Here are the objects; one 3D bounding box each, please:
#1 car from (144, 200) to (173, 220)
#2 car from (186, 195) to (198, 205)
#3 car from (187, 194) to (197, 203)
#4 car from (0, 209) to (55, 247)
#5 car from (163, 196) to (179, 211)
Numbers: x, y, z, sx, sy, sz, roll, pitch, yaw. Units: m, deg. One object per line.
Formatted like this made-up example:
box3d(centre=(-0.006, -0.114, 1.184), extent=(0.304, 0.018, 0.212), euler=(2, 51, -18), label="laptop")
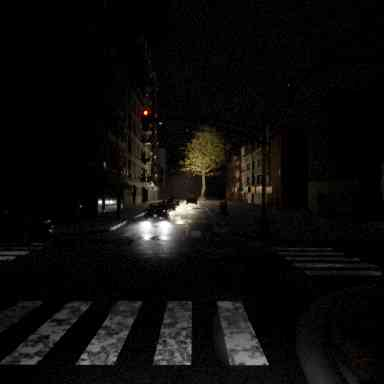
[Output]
box3d(centre=(-2.921, 1.586, 28.519), extent=(1.895, 1.301, 4.718), euler=(0, 0, 0), label="car")
box3d(centre=(-0.046, 1.454, 59.377), extent=(1.882, 1.535, 5.008), euler=(0, 0, 0), label="car")
box3d(centre=(-0.070, 1.330, 69.350), extent=(2.097, 1.767, 4.553), euler=(0, 0, 0), label="car")
box3d(centre=(-8.351, 1.462, 13.833), extent=(4.902, 1.511, 2.128), euler=(0, 0, -16), label="car")
box3d(centre=(-2.930, 1.543, 39.484), extent=(1.994, 1.385, 4.181), euler=(0, 0, 0), label="car")
